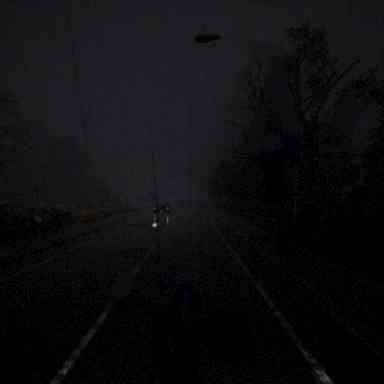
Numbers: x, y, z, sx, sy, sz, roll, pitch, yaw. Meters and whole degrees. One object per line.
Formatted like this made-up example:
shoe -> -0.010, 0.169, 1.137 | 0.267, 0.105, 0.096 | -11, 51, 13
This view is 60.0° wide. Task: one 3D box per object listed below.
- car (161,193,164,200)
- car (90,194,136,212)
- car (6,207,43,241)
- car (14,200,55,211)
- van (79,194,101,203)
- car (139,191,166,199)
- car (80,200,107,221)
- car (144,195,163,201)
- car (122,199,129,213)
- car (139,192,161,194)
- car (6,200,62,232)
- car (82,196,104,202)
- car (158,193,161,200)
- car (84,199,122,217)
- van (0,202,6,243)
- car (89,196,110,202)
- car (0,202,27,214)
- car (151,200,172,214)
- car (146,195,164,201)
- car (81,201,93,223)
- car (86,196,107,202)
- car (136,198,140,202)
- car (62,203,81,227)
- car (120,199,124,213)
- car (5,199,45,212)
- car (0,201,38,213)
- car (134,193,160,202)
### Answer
car -> -10.503, 1.659, 84.947 | 5.008, 1.535, 2.097 | 0, 0, 0
car -> -10.291, 1.640, 41.232 | 5.566, 2.045, 2.435 | 0, -1, 0
car -> -10.299, 1.625, 16.255 | 4.792, 1.488, 2.163 | 0, 0, 0
car -> -23.335, 2.008, 49.431 | 5.008, 1.535, 2.097 | 0, -1, 0
van -> -23.470, 1.385, 76.530 | 4.442, 1.987, 1.878 | 1, 0, 0
car -> -10.533, 1.410, 87.740 | 5.566, 2.045, 2.435 | 0, 0, 0
car -> -10.081, 1.691, 27.228 | 5.366, 1.575, 1.946 | 0, -1, 0
car -> -10.495, 1.655, 90.530 | 4.892, 1.521, 2.231 | 0, 0, 0
car -> -10.449, 1.849, 38.452 | 5.366, 1.575, 1.946 | 0, -1, 0
car -> -10.542, 1.522, 82.168 | 4.553, 1.767, 2.185 | 0, 0, 0
car -> -10.300, 1.488, 19.030 | 4.553, 1.767, 2.185 | 0, 0, 0
car -> -23.597, 1.667, 79.202 | 4.674, 1.452, 2.002 | 0, 0, 0
car -> -10.543, 1.659, 79.381 | 4.792, 1.488, 2.163 | 0, 0, 0
car -> -10.080, 1.770, 32.901 | 5.366, 1.575, 1.946 | 0, -1, 0
van -> -10.387, 1.354, 13.480 | 4.442, 1.987, 1.878 | 0, 0, 0
car -> -23.617, 1.688, 84.899 | 4.792, 1.488, 2.163 | 0, 0, 0
car -> -23.340, 1.932, 41.244 | 4.674, 1.452, 2.002 | 0, -1, 0
car -> -3.458, 1.907, 39.581 | 1.895, 1.301, 4.718 | 0, -1, 0
car -> -10.470, 1.666, 93.309 | 4.792, 1.488, 2.163 | 0, 1, 0
car -> -10.453, 1.659, 24.576 | 5.366, 1.575, 1.946 | 0, -1, 0
car -> -23.594, 1.686, 81.987 | 4.674, 1.452, 2.002 | 0, 0, 0
car -> -10.232, 2.000, 46.780 | 4.792, 1.488, 2.163 | 0, -1, 0
car -> -10.262, 1.636, 21.808 | 4.892, 1.521, 2.231 | 0, -1, 0
car -> -10.271, 1.814, 35.676 | 4.892, 1.521, 2.231 | 0, -1, 0
car -> -23.373, 1.843, 46.662 | 4.553, 1.767, 2.185 | 0, -1, 0
car -> -23.313, 1.961, 44.014 | 4.792, 1.488, 2.163 | 0, -1, 0
car -> -10.488, 1.640, 76.597 | 4.792, 1.488, 2.163 | 0, 0, 0
